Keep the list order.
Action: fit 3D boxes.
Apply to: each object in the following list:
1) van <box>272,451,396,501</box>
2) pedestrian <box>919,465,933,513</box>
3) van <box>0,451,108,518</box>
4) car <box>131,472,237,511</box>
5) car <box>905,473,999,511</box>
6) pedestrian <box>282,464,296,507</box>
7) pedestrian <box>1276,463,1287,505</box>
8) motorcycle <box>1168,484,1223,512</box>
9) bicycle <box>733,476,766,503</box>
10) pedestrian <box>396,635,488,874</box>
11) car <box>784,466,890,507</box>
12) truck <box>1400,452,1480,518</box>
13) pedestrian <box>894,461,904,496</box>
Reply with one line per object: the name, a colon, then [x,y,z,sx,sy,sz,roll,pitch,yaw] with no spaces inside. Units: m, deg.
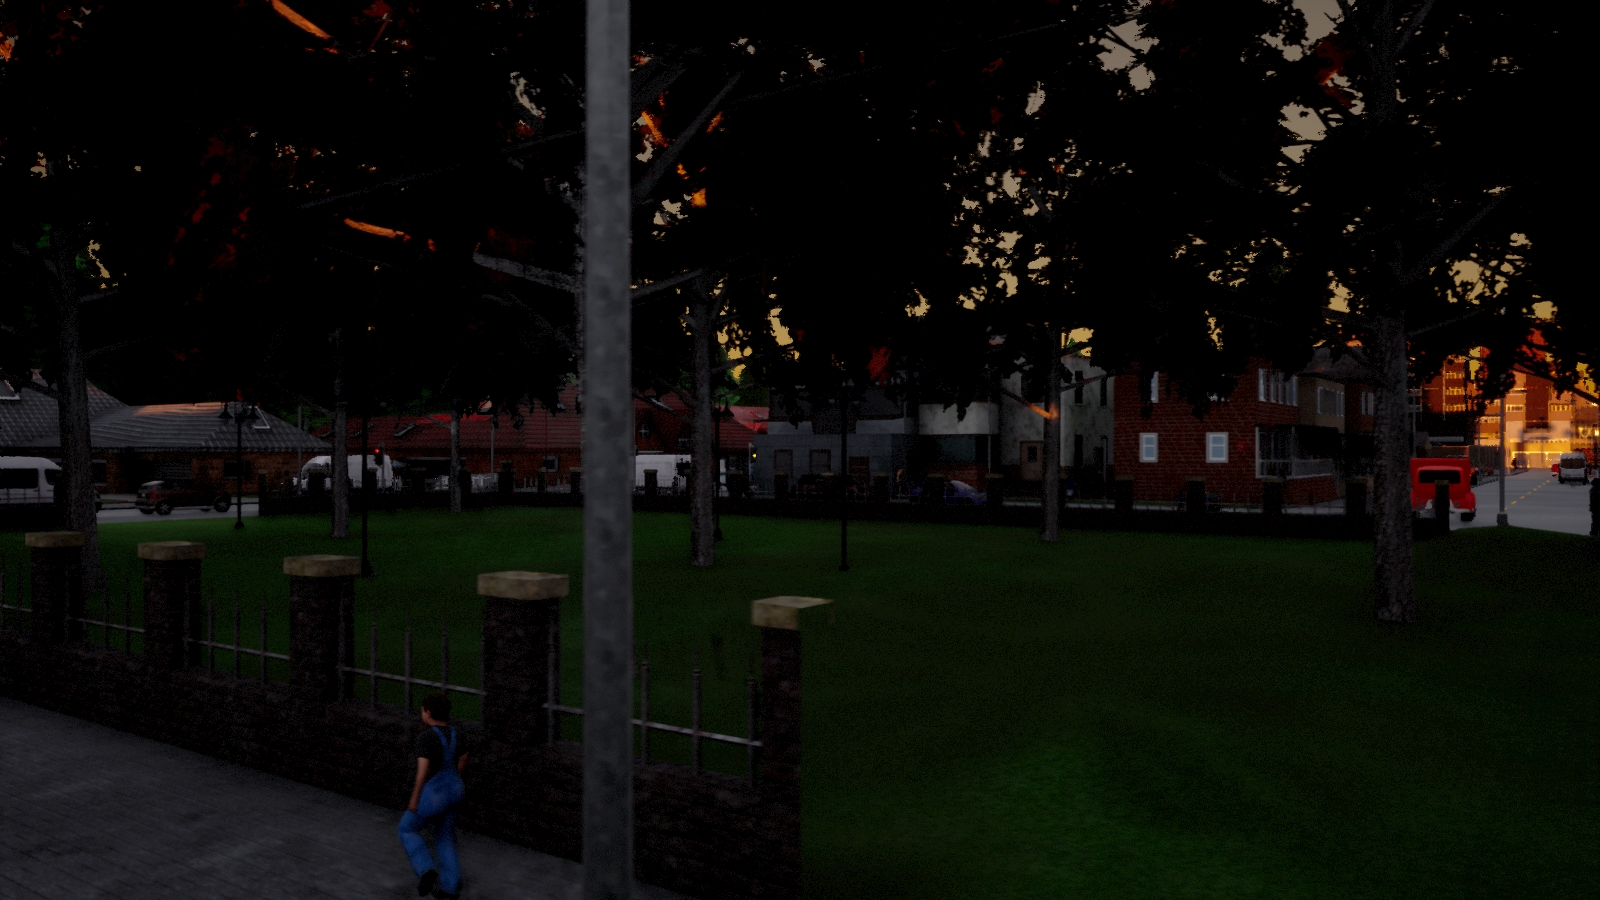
van: [-24.757,1.313,60.909,1.988,2.561,5.915,0,0,37]
pedestrian: [4.941,1.524,44.801,0.375,1.860,0.375,0,0,37]
van: [-30.904,1.313,45.049,1.988,2.561,5.915,0,0,36]
car: [-27.105,1.805,50.369,1.789,1.549,3.705,0,0,35]
car: [6.665,1.818,50.257,3.633,1.501,1.845,0,0,36]
pedestrian: [-22.082,1.524,49.372,0.375,1.860,0.375,0,0,25]
pedestrian: [21.432,1.516,50.831,0.375,1.860,0.375,0,0,40]
motorcycle: [16.473,1.993,47.645,2.033,1.145,0.803,0,-1,34]
bicycle: [-2.496,1.940,56.532,1.835,1.271,0.329,0,0,35]
pedestrian: [-2.149,1.805,6.869,0.375,1.300,0.375,0,0,35]
car: [1.720,1.685,53.508,4.553,1.767,2.097,0,0,35]
truck: [25.597,1.357,45.743,2.627,2.467,5.204,0,-1,29]
pedestrian: [5.313,1.524,61.359,0.375,1.860,0.375,0,0,30]
